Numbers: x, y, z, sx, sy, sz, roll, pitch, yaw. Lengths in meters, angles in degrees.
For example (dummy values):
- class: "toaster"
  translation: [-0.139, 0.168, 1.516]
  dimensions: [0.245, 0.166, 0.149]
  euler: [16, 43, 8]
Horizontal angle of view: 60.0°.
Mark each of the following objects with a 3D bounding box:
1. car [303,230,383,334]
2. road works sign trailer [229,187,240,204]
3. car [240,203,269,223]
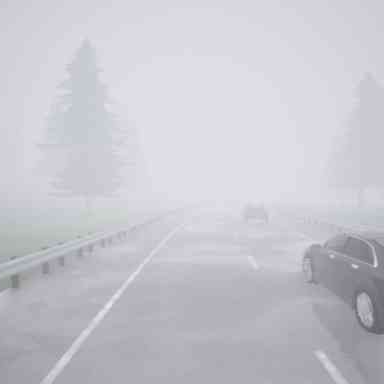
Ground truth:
- class: "car"
  translation: [3.745, 1.533, 6.762]
  dimensions: [1.837, 1.490, 4.892]
  euler: [0, 0, 1]
- class: "road works sign trailer"
  translation: [9.222, 0.710, 71.290]
  dimensions: [2.380, 3.560, 2.880]
  euler: [0, 0, 16]
- class: "car"
  translation: [5.005, 1.587, 26.795]
  dimensions: [2.128, 1.511, 4.902]
  euler: [0, 0, 5]
